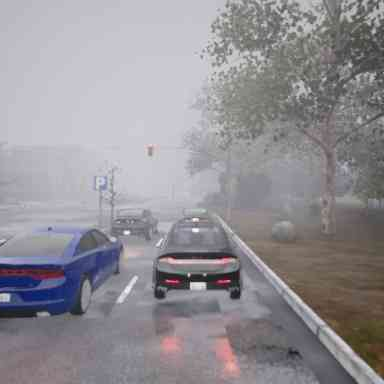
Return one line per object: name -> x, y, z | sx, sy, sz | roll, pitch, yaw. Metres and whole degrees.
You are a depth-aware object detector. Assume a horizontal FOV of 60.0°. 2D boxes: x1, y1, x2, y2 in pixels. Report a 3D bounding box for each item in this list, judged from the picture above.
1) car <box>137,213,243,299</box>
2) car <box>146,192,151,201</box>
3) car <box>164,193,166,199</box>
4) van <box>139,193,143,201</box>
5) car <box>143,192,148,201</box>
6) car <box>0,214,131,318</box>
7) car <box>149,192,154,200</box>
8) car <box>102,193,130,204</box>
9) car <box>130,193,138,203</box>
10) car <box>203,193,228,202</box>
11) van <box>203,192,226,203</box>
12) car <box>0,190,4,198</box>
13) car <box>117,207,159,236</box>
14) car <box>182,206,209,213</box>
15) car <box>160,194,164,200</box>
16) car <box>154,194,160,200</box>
car -> 0.115, 1.508, 8.495 | 2.128, 1.511, 4.902 | 0, 0, 0
car -> -12.608, 1.408, 76.734 | 4.674, 1.452, 2.002 | -1, 0, -13
car -> -10.542, 1.374, 91.702 | 5.008, 1.535, 2.097 | -1, 0, -12
van -> -13.211, 1.138, 70.768 | 4.442, 1.987, 1.878 | -1, 0, -14
car -> -12.982, 1.368, 73.739 | 4.892, 1.521, 2.231 | -1, 0, -14
car -> -2.888, 1.492, 7.565 | 1.882, 1.535, 5.008 | 0, -1, 0
car -> -12.235, 1.409, 79.736 | 4.674, 1.452, 2.002 | -1, 0, -13
car -> -14.418, 1.397, 61.784 | 4.792, 1.488, 2.163 | -1, 0, -15
car -> -13.772, 1.356, 64.776 | 5.366, 1.575, 1.946 | -1, 0, -15
car -> 4.695, 1.184, 67.341 | 4.553, 1.767, 2.185 | 1, 0, -14
van -> 4.310, 1.083, 64.371 | 4.442, 1.987, 1.878 | 1, 0, -14
car -> -31.143, 0.170, 52.660 | 2.002, 1.452, 4.674 | 6, -3, -19
car -> -2.830, 1.541, 16.993 | 1.837, 1.490, 4.892 | 0, 0, 1
car -> 0.180, 1.542, 17.908 | 1.837, 1.490, 4.892 | 0, 0, 0
car -> -10.965, 1.121, 88.724 | 5.566, 2.045, 2.435 | -1, 0, -12
car -> -11.417, 1.412, 85.717 | 4.674, 1.452, 2.002 | -1, 0, -12
